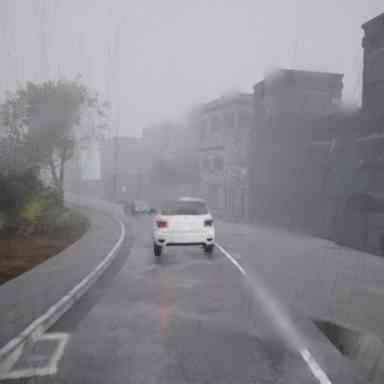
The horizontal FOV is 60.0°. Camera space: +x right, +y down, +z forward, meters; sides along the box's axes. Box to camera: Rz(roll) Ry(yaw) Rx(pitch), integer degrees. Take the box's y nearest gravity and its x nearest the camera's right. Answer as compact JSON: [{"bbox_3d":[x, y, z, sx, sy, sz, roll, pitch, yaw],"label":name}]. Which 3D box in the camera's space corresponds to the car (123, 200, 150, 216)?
[{"bbox_3d":[-5.285,1.489,32.031,2.033,1.411,5.357,-2,1,-23],"label":"car"}]

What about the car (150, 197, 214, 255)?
[{"bbox_3d":[-0.516,1.223,13.656,2.150,2.045,5.566,0,0,-7],"label":"car"}]
